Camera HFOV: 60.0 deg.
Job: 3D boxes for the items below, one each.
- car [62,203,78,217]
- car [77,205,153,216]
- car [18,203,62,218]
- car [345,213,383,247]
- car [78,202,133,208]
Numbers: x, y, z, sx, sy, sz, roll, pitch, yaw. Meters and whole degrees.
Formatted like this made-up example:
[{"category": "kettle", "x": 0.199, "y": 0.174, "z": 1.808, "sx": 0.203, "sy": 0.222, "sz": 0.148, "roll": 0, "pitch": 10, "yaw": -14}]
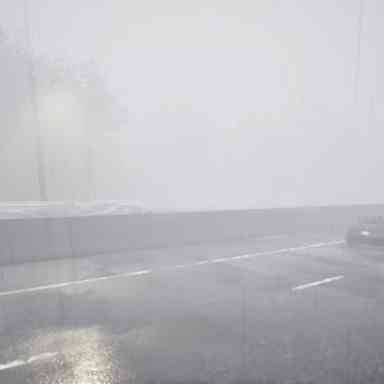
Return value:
[{"category": "car", "x": -6.757, "y": 1.513, "z": 24.962, "sx": 4.892, "sy": 1.490, "sz": 1.837, "roll": 0, "pitch": 0, "yaw": -35}, {"category": "car", "x": -3.625, "y": 1.608, "z": 18.601, "sx": 4.718, "sy": 1.301, "sz": 1.895, "roll": 0, "pitch": 0, "yaw": -35}, {"category": "car", "x": -10.749, "y": 1.554, "z": 26.418, "sx": 5.357, "sy": 1.411, "sz": 2.033, "roll": 0, "pitch": 0, "yaw": -36}, {"category": "car", "x": 8.416, "y": 1.577, "z": 14.176, "sx": 4.181, "sy": 1.385, "sz": 1.994, "roll": 0, "pitch": 0, "yaw": -36}, {"category": "car", "x": -4.749, "y": 1.534, "z": 22.096, "sx": 4.674, "sy": 1.442, "sz": 1.812, "roll": 0, "pitch": 0, "yaw": -35}]
